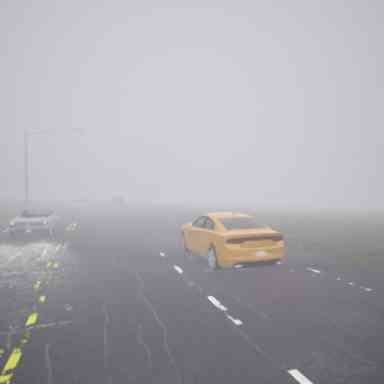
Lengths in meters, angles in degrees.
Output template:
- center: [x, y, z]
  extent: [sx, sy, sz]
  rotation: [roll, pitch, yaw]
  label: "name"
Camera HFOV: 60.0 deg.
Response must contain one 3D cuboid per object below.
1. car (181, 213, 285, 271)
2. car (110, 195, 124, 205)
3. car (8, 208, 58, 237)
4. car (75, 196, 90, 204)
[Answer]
- center: [1.028, 1.403, 10.805]
  extent: [1.882, 1.535, 5.008]
  rotation: [-1, 0, -17]
  label: "car"
- center: [-12.358, 1.236, 54.717]
  extent: [1.882, 1.535, 5.008]
  rotation: [-1, 0, -17]
  label: "car"
- center: [-8.498, 1.569, 18.089]
  extent: [1.895, 1.301, 4.718]
  rotation: [-1, 0, -17]
  label: "car"
- center: [-19.077, 1.377, 58.055]
  extent: [1.994, 1.385, 4.181]
  rotation: [-1, 0, -10]
  label: "car"
